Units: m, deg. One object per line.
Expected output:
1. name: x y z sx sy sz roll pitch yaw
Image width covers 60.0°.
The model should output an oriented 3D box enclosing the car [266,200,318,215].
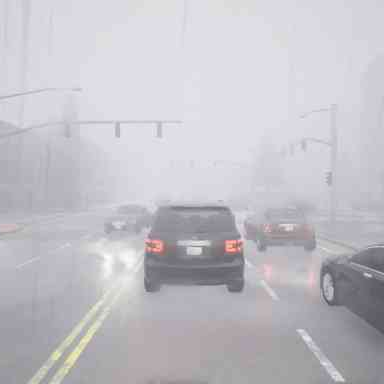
1. car: 10.124 1.526 33.792 4.674 1.442 1.812 0 0 -4

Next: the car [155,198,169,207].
1. car: -4.717 1.601 52.206 1.895 1.301 4.718 0 0 -1

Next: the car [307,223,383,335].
1. car: 3.606 1.505 5.133 1.837 1.490 4.892 0 0 0

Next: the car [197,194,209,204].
1. car: 2.128 1.352 65.984 2.097 1.767 4.553 0 0 -1

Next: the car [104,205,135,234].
1. car: -3.555 1.491 19.052 2.128 1.511 4.902 0 0 4

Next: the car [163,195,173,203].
1. car: -5.123 1.477 72.378 1.882 1.535 5.008 0 0 -1

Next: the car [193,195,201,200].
1. car: 1.440 1.552 90.416 1.994 1.385 4.181 0 0 -1

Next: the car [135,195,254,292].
1. car: 0.051 1.221 9.035 2.150 2.045 5.566 0 0 0

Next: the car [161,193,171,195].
1. car: -4.924 1.221 62.214 2.150 2.045 5.566 0 0 0

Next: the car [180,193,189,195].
1. car: -1.814 1.496 80.269 1.837 1.490 4.892 0 0 -1

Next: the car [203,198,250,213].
1. car: 3.808 1.507 37.183 4.892 1.490 1.837 1 0 -3

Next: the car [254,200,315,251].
1. car: 3.531 1.352 14.214 2.097 1.767 4.553 0 0 0

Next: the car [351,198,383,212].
1. car: 20.681 1.504 37.788 4.892 1.490 1.837 0 0 -2
